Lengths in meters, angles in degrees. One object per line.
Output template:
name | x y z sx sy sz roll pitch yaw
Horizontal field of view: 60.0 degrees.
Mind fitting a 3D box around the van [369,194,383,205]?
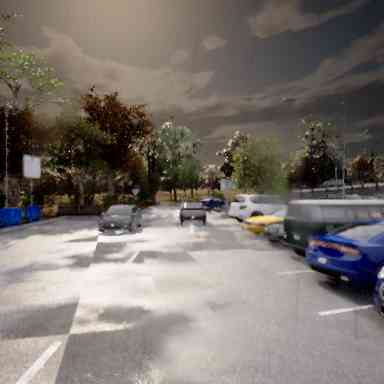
van | 32.980 1.263 57.134 1.878 1.987 4.442 0 -1 -22

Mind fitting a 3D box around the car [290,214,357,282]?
car | 5.365 1.481 8.628 5.008 1.535 2.097 1 0 -20

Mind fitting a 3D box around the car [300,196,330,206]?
car | 20.921 1.511 56.727 2.163 1.488 4.792 0 -1 -21

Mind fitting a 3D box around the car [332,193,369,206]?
car | 27.004 1.233 56.850 2.435 2.045 5.566 1 -1 -22

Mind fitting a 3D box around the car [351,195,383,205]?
car | 30.000 1.361 56.980 2.185 1.767 4.553 1 -1 -22

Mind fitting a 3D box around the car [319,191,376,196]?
car | 18.333 1.230 39.665 2.435 2.045 5.566 0 1 -21

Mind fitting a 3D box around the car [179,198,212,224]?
car | 0.064 1.481 24.638 2.128 1.511 4.902 0 0 0

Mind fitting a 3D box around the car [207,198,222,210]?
car | 2.735 1.465 42.111 1.882 1.535 5.008 -1 -1 37

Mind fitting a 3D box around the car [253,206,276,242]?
car | 5.376 1.519 14.630 4.674 1.452 2.002 1 0 -20

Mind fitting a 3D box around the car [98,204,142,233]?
car | -4.135 1.496 19.802 1.837 1.490 4.892 0 0 0

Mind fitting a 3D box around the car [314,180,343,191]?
car | 26.420 -1.148 63.830 5.566 2.045 2.150 -5 0 -1

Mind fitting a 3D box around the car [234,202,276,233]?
car | 5.192 1.473 17.572 5.366 1.575 1.946 1 0 -20

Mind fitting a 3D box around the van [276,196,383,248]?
van | 5.484 1.256 11.673 4.442 1.987 1.878 1 0 -20

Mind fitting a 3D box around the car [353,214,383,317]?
car | 5.404 1.357 5.624 4.553 1.767 2.185 1 0 -20

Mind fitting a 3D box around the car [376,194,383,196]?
car | 24.214 1.232 39.864 2.435 2.045 5.566 -1 1 -21

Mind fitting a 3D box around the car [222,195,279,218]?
car | 5.377 1.225 23.665 5.566 2.045 2.435 1 0 -20
